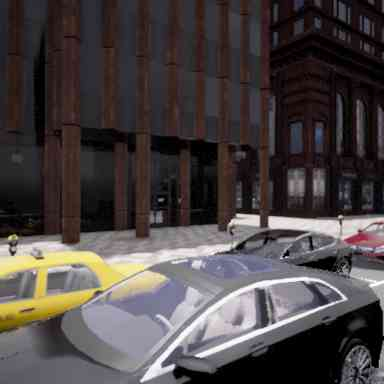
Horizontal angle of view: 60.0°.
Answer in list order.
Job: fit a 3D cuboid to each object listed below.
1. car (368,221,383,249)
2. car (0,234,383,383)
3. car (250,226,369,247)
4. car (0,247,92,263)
[{"bbox_3d":[6.817,1.664,11.423,4.206,1.307,1.802,0,0,-35],"label":"car"},{"bbox_3d":[0.073,1.506,3.413,4.902,1.511,2.128,0,0,-35],"label":"car"},{"bbox_3d":[2.209,1.611,8.176,4.313,1.339,1.947,0,0,-35],"label":"car"},{"bbox_3d":[-2.537,1.534,4.831,4.829,1.417,1.752,0,0,-35],"label":"car"}]
